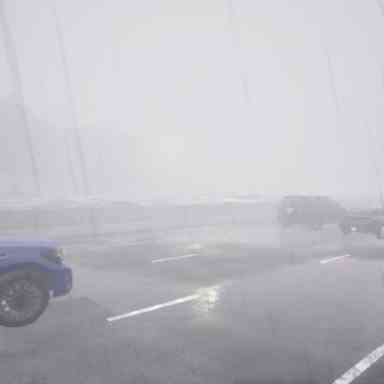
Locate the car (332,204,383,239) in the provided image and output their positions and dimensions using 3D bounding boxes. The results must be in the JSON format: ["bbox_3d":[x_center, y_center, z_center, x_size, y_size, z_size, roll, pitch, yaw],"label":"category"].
[{"bbox_3d":[9.530,1.503,17.408,4.892,1.490,1.837,0,0,-41],"label":"car"}]

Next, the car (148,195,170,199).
[{"bbox_3d":[-5.223,1.140,48.654,1.895,1.301,4.718,1,2,31],"label":"car"}]

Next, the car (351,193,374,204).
[{"bbox_3d":[30.094,1.158,58.696,4.553,1.767,2.097,0,0,-41],"label":"car"}]

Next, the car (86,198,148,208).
[{"bbox_3d":[-6.351,1.404,27.080,4.892,1.490,1.837,0,0,-41],"label":"car"}]

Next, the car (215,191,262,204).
[{"bbox_3d":[5.633,1.149,37.444,5.566,2.045,2.150,0,0,-41],"label":"car"}]

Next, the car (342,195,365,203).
[{"bbox_3d":[31.412,1.311,64.511,5.357,1.411,2.033,0,0,-41],"label":"car"}]

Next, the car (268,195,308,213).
[{"bbox_3d":[10.804,1.300,37.293,4.553,1.767,2.097,0,0,-41],"label":"car"}]

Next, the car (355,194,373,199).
[{"bbox_3d":[24.557,1.421,49.245,5.357,1.411,2.033,0,1,-41],"label":"car"}]

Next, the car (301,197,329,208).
[{"bbox_3d":[17.722,1.451,47.952,4.181,1.385,1.994,0,1,-41],"label":"car"}]

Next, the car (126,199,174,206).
[{"bbox_3d":[-2.545,1.484,25.741,4.181,1.385,1.994,0,0,-41],"label":"car"}]

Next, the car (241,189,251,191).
[{"bbox_3d":[11.948,0.005,75.043,1.895,1.301,4.718,1,3,36],"label":"car"}]

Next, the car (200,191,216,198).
[{"bbox_3d":[3.264,0.560,62.376,2.128,1.511,4.902,1,2,33],"label":"car"}]

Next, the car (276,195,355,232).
[{"bbox_3d":[7.451,1.203,20.234,5.566,2.045,2.150,0,0,-41],"label":"car"}]

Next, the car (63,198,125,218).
[{"bbox_3d":[-8.667,1.370,29.700,4.902,1.511,2.128,0,0,-41],"label":"car"}]

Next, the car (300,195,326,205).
[{"bbox_3d":[19.817,1.316,54.387,5.008,1.535,1.882,0,0,-41],"label":"car"}]

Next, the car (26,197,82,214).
[{"bbox_3d":[-13.876,1.319,33.733,1.882,1.535,5.008,1,1,33],"label":"car"}]

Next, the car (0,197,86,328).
[{"bbox_3d":[-4.792,1.184,5.070,5.566,2.045,2.150,0,0,-41],"label":"car"}]
